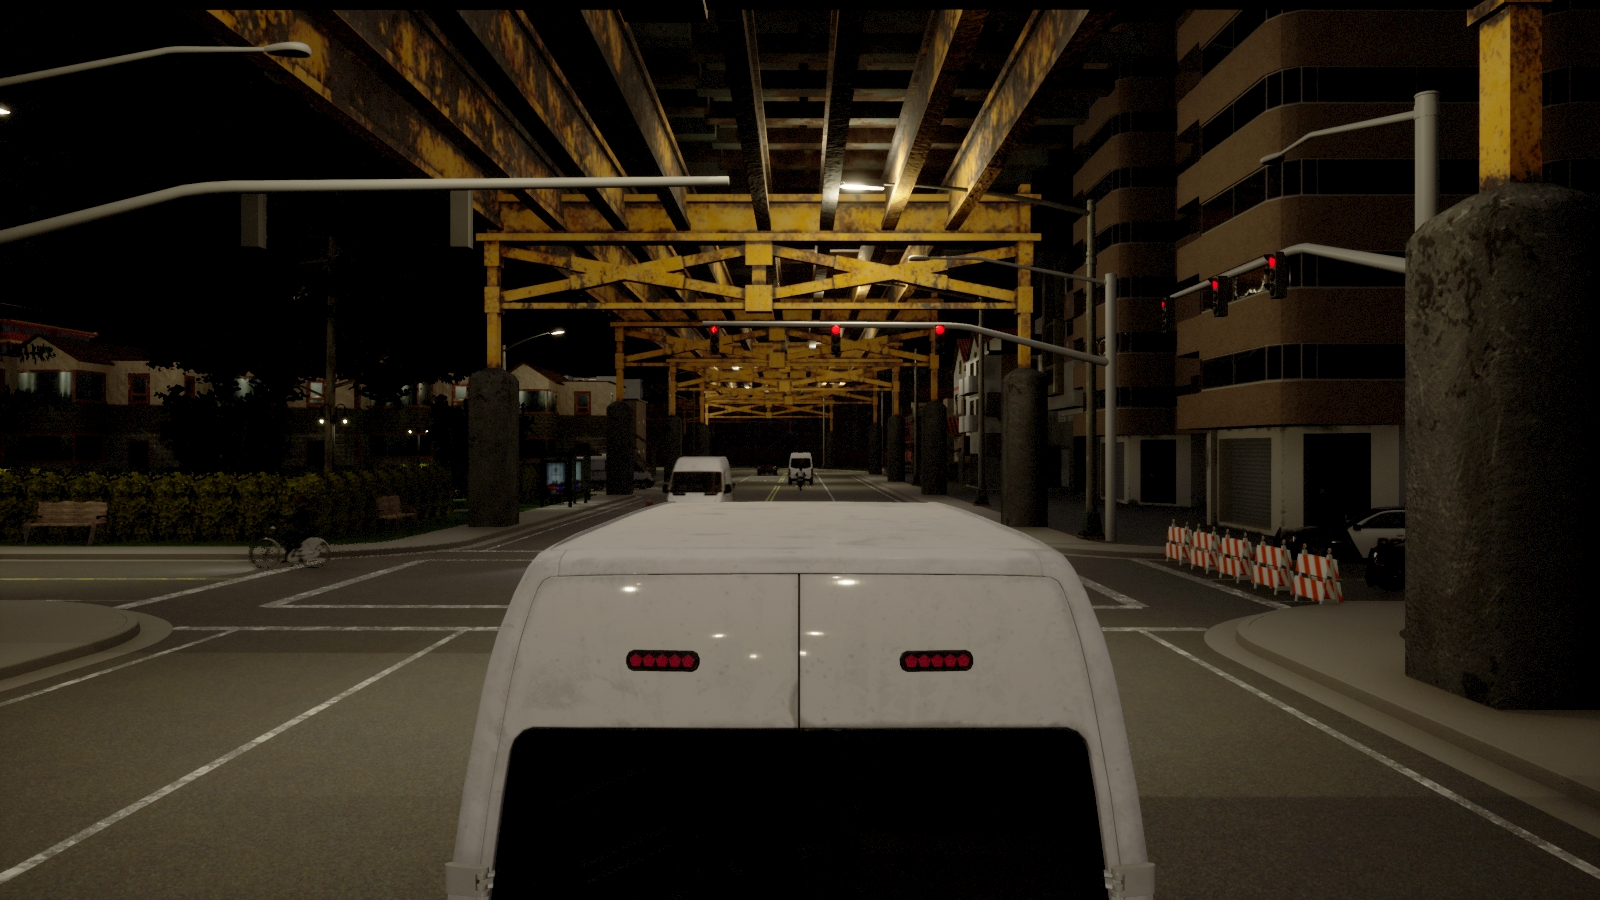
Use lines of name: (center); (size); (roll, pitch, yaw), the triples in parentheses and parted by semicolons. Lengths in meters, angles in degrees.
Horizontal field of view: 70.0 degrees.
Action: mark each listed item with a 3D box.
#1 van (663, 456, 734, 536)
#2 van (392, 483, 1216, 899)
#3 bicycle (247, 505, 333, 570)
van: (-3.462, 1.517, 40.047); (1.988, 2.561, 5.915); (0, 0, 0)
van: (0.015, 1.531, 5.717); (1.988, 2.561, 5.915); (0, 0, 0)
bicycle: (-11.904, 2.036, 26.683); (1.835, 1.496, 0.329); (0, -1, -3)
